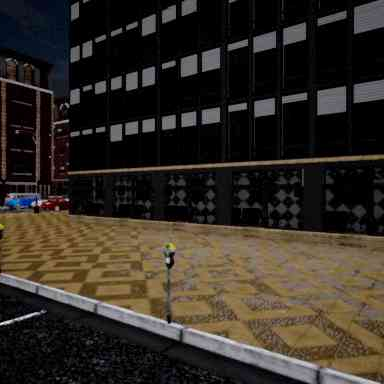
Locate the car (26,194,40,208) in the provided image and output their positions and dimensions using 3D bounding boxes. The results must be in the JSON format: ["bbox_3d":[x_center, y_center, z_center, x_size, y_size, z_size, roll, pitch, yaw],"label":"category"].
[{"bbox_3d":[-16.852,1.214,39.942,1.812,1.442,4.674,0,1,35],"label":"car"}]

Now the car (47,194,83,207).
[{"bbox_3d":[-16.824,1.079,44.269,1.967,1.590,4.097,1,1,35],"label":"car"}]

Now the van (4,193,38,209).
[{"bbox_3d":[-20.059,1.050,39.628,1.690,1.788,3.998,1,1,35],"label":"van"}]

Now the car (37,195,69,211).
[{"bbox_3d":[-13.582,1.269,35.145,1.887,1.381,4.507,1,1,35],"label":"car"}]
